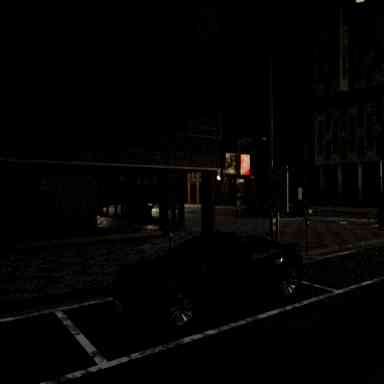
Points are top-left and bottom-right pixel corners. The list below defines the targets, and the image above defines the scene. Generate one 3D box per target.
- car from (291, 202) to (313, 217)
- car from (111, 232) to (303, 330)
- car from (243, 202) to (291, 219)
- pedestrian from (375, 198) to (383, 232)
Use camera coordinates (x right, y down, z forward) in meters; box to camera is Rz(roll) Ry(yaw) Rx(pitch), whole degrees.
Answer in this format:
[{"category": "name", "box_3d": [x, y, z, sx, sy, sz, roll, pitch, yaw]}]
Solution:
[{"category": "car", "box_3d": [10.171, 1.769, 34.489, 2.128, 1.511, 4.902, 0, -1, -36]}, {"category": "car", "box_3d": [0.521, 1.565, 6.929, 4.313, 1.339, 1.947, 0, 0, -36]}, {"category": "car", "box_3d": [7.147, 1.830, 33.126, 1.812, 1.442, 4.674, 0, -1, -36]}, {"category": "pedestrian", "box_3d": [9.774, 1.135, 17.094, 0.375, 1.860, 0.375, 0, 0, -36]}]
